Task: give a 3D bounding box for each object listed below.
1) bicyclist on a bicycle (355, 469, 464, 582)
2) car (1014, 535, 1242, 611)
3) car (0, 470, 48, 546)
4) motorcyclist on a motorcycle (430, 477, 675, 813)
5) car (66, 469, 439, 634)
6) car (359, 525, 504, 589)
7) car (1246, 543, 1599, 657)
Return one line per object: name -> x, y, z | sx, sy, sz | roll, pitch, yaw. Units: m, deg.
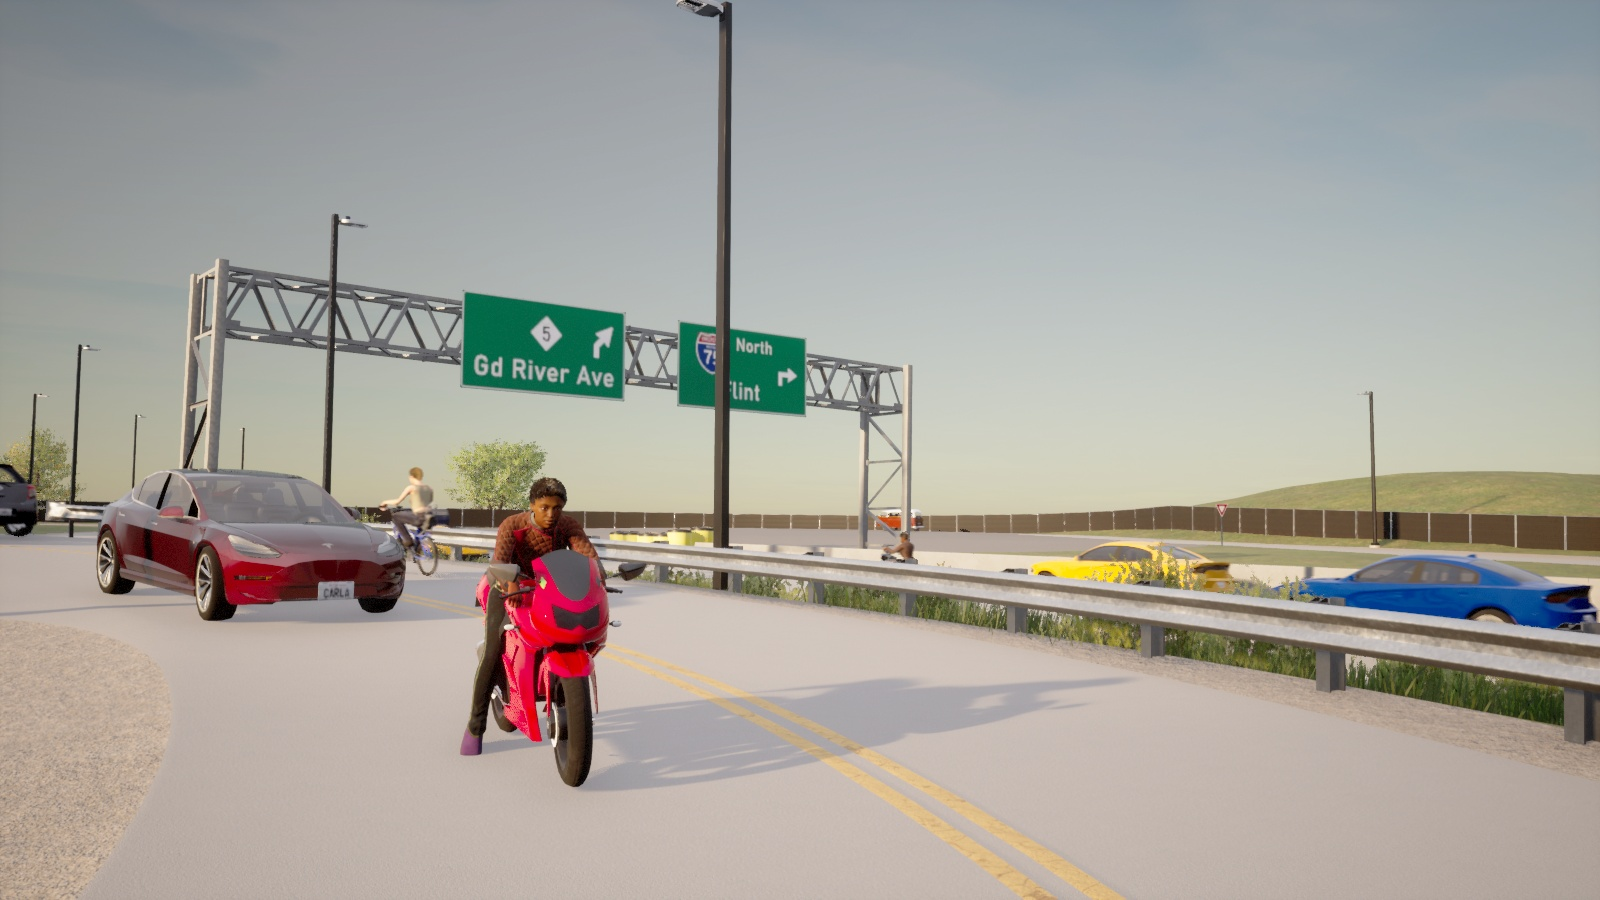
bicyclist on a bicycle -> -5.866, 1.107, 18.826 | 1.509, 1.612, 0.866 | -1, -3, 41
car -> 7.570, 2.808, 29.425 | 1.882, 1.535, 5.008 | 3, -4, -40
car -> -17.355, 1.119, 25.297 | 3.633, 1.501, 1.845 | 1, -3, 21
motorcyclist on a motorcycle -> -1.418, 0.918, 6.837 | 0.797, 1.523, 2.044 | 1, -1, -26
car -> -6.269, 1.006, 14.076 | 4.792, 1.488, 2.163 | 0, -2, 45
car -> -10.076, 2.838, 34.092 | 1.882, 1.535, 5.008 | 3, -4, -40
car -> 10.217, 2.379, 20.854 | 1.882, 1.535, 5.008 | 3, -4, -40
